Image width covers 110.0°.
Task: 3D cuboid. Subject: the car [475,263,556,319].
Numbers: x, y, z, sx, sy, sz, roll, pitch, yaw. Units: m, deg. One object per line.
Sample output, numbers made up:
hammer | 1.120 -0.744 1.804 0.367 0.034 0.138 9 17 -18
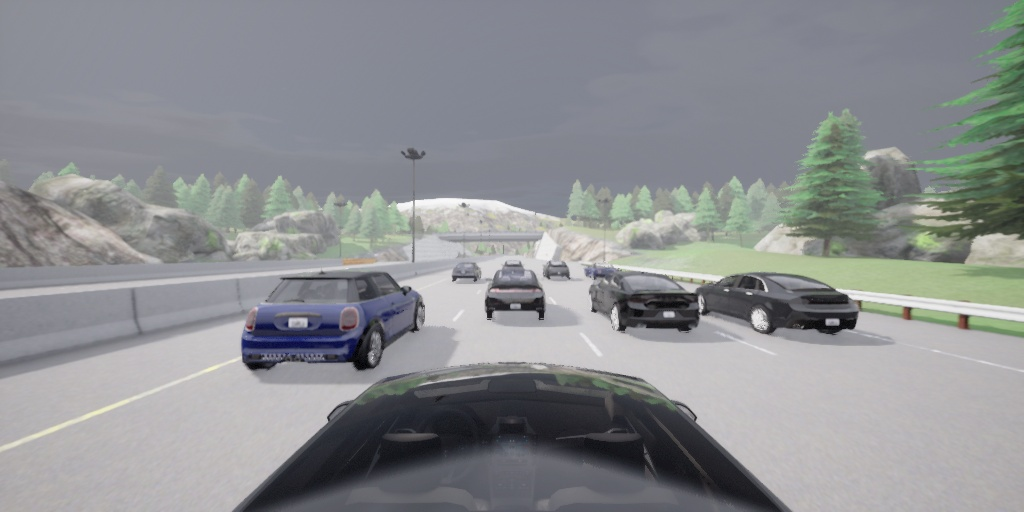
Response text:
car | 0.100 1.183 12.457 2.128 1.511 4.902 0 0 0

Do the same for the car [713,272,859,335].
car | 7.100 1.207 10.364 1.837 1.490 4.892 0 0 0

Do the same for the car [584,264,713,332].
car | 3.601 1.178 10.696 1.882 1.535 5.008 0 0 0

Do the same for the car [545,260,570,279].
car | 3.598 1.089 29.669 2.128 1.511 4.902 0 0 0

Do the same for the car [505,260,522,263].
car | 0.099 1.084 30.634 2.128 1.511 4.902 0 0 0

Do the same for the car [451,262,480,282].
car | -3.401 1.157 27.501 2.033 1.411 5.357 0 0 0

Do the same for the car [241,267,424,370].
car | -3.400 1.069 7.824 2.097 1.767 4.553 0 0 0
